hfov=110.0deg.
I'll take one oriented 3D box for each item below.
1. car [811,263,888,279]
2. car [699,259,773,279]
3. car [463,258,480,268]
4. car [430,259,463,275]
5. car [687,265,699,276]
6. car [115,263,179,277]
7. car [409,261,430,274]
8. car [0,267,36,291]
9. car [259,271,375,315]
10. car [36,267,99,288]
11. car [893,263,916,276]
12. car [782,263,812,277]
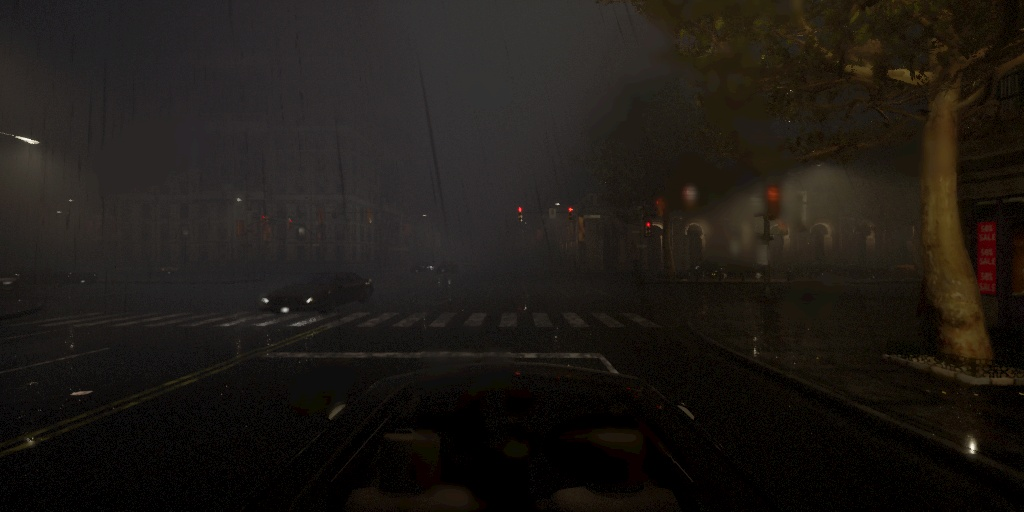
[{"bbox_3d":[29.383,1.351,31.142,4.718,1.301,1.895,0,0,1],"label":"car"},{"bbox_3d":[19.436,1.255,31.231,4.892,1.490,1.837,0,0,1],"label":"car"},{"bbox_3d":[-6.900,1.351,59.342,1.895,1.301,4.718,0,0,0],"label":"car"},{"bbox_3d":[-6.983,1.241,38.909,2.128,1.511,4.902,0,0,0],"label":"car"},{"bbox_3d":[19.456,1.102,34.733,4.553,1.767,2.097,0,0,0],"label":"car"},{"bbox_3d":[-35.851,1.351,35.207,4.718,1.301,1.895,0,0,1],"label":"car"},{"bbox_3d":[-10.471,1.298,42.127,2.033,1.411,5.357,0,0,0],"label":"car"},{"bbox_3d":[-30.499,1.242,19.988,4.902,1.511,2.128,0,0,1],"label":"car"},{"bbox_3d":[-7.066,1.297,13.828,2.033,1.411,5.357,0,0,0],"label":"car"},{"bbox_3d":[-30.277,1.351,23.485,4.718,1.301,1.895,0,0,1],"label":"car"},{"bbox_3d":[39.859,1.228,34.536,5.008,1.535,1.882,0,0,1],"label":"car"},{"bbox_3d":[29.396,1.351,34.642,4.718,1.301,1.895,0,0,1],"label":"car"}]
